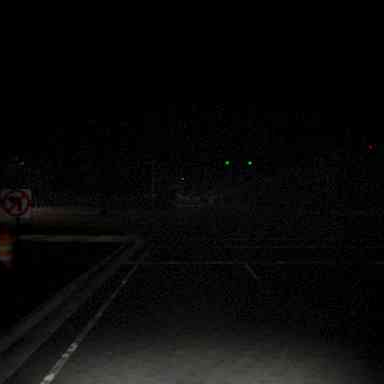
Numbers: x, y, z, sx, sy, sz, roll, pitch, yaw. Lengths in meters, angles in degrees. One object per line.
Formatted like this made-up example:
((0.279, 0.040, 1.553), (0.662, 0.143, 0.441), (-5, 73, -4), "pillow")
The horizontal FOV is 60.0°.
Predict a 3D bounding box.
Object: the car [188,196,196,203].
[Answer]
((-0.014, 2.152, 94.126), (2.097, 1.767, 4.553), (0, 0, 0), "car")

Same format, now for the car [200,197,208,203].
((3.486, 2.290, 93.739), (1.837, 1.490, 4.892), (0, 0, 0), "car")

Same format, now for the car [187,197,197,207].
((-0.010, 2.017, 63.131), (1.882, 1.535, 5.008), (0, 0, 0), "car")

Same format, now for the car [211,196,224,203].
((6.986, 2.316, 93.739), (2.128, 1.511, 4.902), (0, 0, 0), "car")

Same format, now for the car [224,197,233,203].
((10.486, 2.269, 93.740), (1.882, 1.535, 5.008), (0, 0, 0), "car")
